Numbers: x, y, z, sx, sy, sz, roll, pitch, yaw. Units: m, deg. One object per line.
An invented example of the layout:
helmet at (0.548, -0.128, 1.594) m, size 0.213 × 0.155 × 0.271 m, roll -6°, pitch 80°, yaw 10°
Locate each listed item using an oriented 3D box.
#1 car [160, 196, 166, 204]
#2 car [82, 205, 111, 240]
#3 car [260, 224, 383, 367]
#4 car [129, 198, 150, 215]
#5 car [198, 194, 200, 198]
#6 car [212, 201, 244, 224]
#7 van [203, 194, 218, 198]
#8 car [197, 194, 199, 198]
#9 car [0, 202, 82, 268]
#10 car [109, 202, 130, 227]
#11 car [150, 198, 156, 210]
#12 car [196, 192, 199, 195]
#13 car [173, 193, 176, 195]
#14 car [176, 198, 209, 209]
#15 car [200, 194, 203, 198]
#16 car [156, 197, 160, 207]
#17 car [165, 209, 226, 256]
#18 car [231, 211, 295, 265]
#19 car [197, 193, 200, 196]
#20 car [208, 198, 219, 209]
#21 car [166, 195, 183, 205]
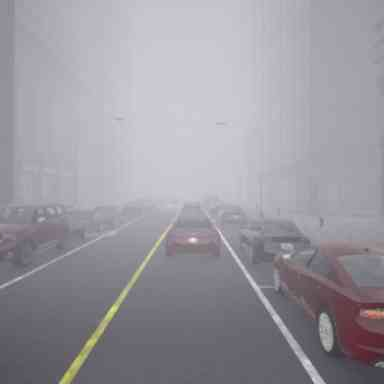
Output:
car at (-5.810, 1.518, 62.107) m, size 1.887 × 1.381 × 4.507 m, roll 1°, pitch 0°, yaw 0°
car at (-5.840, 1.566, 17.111) m, size 1.947 × 1.339 × 4.313 m, roll 1°, pitch 0°, yaw 0°
car at (2.679, 1.545, 5.859) m, size 1.887 × 1.381 × 4.507 m, roll 1°, pitch 0°, yaw 0°
car at (-5.829, 1.542, 33.985) m, size 1.887 × 1.381 × 4.507 m, roll 1°, pitch 0°, yaw 0°
car at (2.715, 1.524, 62.106) m, size 2.008 × 1.369 × 4.403 m, roll 1°, pitch 0°, yaw 0°
car at (2.689, 1.565, 22.732) m, size 1.947 × 1.339 × 4.313 m, roll 1°, pitch 0°, yaw 0°
van at (2.706, 1.331, 45.232) m, size 1.690 × 1.788 × 3.998 m, roll 1°, pitch 0°, yaw 0°
car at (2.723, 1.509, 73.356) m, size 2.008 × 1.369 × 4.403 m, roll 1°, pitch 0°, yaw 0°
car at (-5.841, 1.316, 11.486) m, size 2.192 × 1.841 × 5.009 m, roll 1°, pitch 0°, yaw 0°
car at (-5.836, 1.566, 22.735) m, size 1.947 × 1.339 × 4.313 m, roll 1°, pitch 0°, yaw 0°
car at (-5.824, 1.434, 39.609) m, size 1.967 × 1.590 × 4.097 m, roll 1°, pitch 0°, yaw 0°
car at (2.735, 1.475, 90.229) m, size 1.887 × 1.381 × 4.507 m, roll 1°, pitch 0°, yaw 0°
car at (-5.795, 1.467, 84.435) m, size 1.752 × 1.417 × 4.829 m, roll 1°, pitch 0°, yaw 0°
car at (0.059, 1.490, 27.892) m, size 2.128 × 1.511 × 4.902 m, roll 0°, pitch 0°, yaw 1°
car at (2.709, 1.425, 50.856) m, size 1.967 × 1.590 × 4.097 m, roll 1°, pitch 0°, yaw 0°
car at (-5.821, 1.535, 45.234) m, size 1.887 × 1.381 × 4.507 m, roll 1°, pitch 0°, yaw 0°
car at (0.052, 1.565, 13.062) m, size 1.994 × 1.385 × 4.181 m, roll 0°, pitch 0°, yaw 1°
car at (2.682, 1.566, 11.484) m, size 1.947 × 1.339 × 4.313 m, roll 1°, pitch 0°, yaw 0°
car at (2.727, 1.494, 78.980) m, size 1.887 × 1.381 × 4.507 m, roll 1°, pitch 0°, yaw 0°
car at (2.696, 1.578, 33.983) m, size 1.802 × 1.307 × 4.206 m, roll 1°, pitch 0°, yaw 0°
car at (-3.007, 1.579, 58.384) m, size 1.895 × 1.301 × 4.718 m, roll 0°, pitch 0°, yaw 1°
